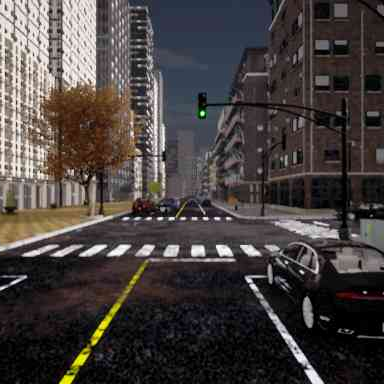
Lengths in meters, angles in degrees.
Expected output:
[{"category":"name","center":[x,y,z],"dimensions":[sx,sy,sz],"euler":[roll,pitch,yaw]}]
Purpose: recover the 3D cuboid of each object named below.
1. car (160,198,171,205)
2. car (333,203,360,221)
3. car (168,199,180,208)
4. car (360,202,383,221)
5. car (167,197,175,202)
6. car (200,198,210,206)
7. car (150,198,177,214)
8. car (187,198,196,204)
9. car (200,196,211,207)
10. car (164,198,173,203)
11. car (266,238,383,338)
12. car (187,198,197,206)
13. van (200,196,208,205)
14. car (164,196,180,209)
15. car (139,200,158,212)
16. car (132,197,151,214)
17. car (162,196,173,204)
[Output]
[{"category":"car","center":[-5.775,2.029,72.140],"dimensions":[1.947,1.339,4.313],"euler":[0,0,0]},{"category":"car","center":[13.395,1.496,26.044],"dimensions":[4.403,1.369,2.008],"euler":[-1,1,-1]},{"category":"car","center":[-3.148,1.966,58.132],"dimensions":[1.895,1.301,4.718],"euler":[0,0,0]},{"category":"car","center":[14.651,1.477,23.477],"dimensions":[4.181,1.385,1.994],"euler":[-1,0,-1]},{"category":"car","center":[-5.800,2.179,94.230],"dimensions":[2.008,1.369,4.403],"euler":[0,0,0]},{"category":"car","center":[2.612,1.950,66.796],"dimensions":[1.752,1.417,4.829],"euler":[0,0,0]},{"category":"car","center":[-3.144,1.725,38.183],"dimensions":[2.128,1.511,4.902],"euler":[0,0,0]},{"category":"car","center":[-0.090,2.065,78.865],"dimensions":[1.994,1.385,4.181],"euler":[0,0,0]},{"category":"car","center":[2.619,1.951,61.103],"dimensions":[1.947,1.339,4.313],"euler":[0,0,0]},{"category":"car","center":[-5.787,2.096,83.185],"dimensions":[2.008,1.369,4.403],"euler":[0,0,0]},{"category":"car","center":[2.680,1.589,6.625],"dimensions":[2.008,1.369,4.403],"euler":[0,0,0]},{"category":"car","center":[0.028,2.013,64.936],"dimensions":[1.895,1.301,4.718],"euler":[0,0,0]},{"category":"van","center":[2.606,1.804,72.150],"dimensions":[1.690,1.788,3.998],"euler":[0,0,0]},{"category":"car","center":[-3.151,1.650,48.062],"dimensions":[2.097,1.767,4.553],"euler":[0,0,0]},{"category":"car","center":[-5.743,1.841,44.526],"dimensions":[1.947,1.339,4.313],"euler":[0,0,0]},{"category":"car","center":[-5.738,1.554,39.004],"dimensions":[2.192,1.841,5.009],"euler":[0,0,0]},{"category":"car","center":[-5.781,1.819,77.663],"dimensions":[2.192,1.841,5.009],"euler":[0,0,0]}]
